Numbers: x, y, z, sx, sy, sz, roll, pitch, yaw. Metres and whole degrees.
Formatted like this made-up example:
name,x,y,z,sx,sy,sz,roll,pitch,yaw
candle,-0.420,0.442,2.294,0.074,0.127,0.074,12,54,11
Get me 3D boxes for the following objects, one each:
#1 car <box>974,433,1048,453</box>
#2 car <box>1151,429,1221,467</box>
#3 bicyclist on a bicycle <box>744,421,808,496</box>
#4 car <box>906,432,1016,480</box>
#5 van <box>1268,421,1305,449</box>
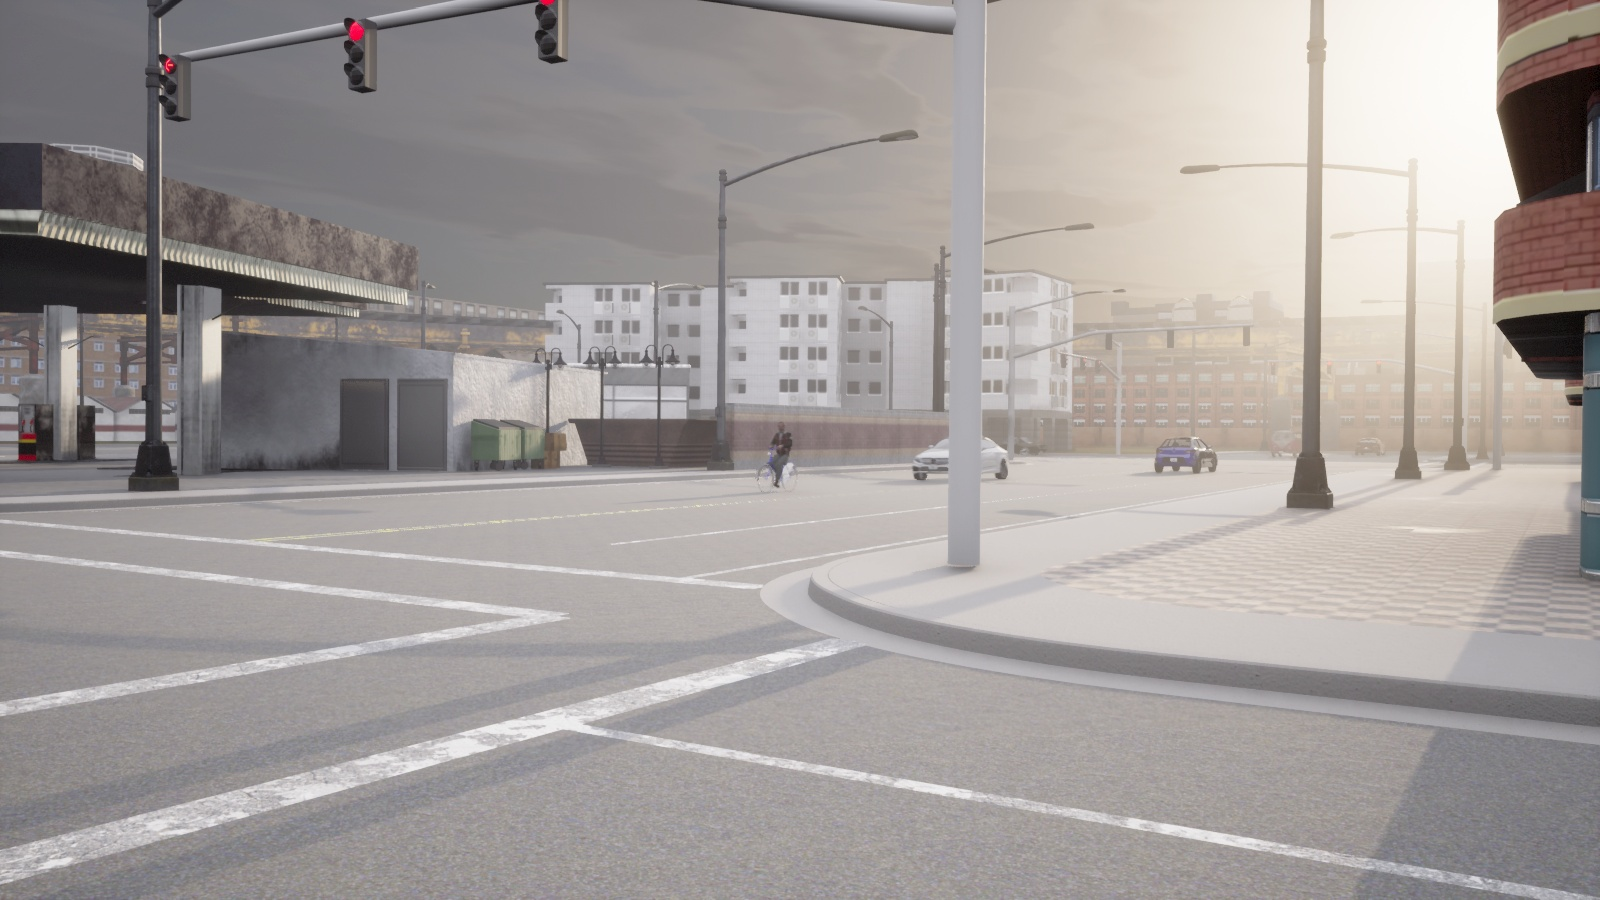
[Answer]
name,x,y,z,sx,sy,sz,roll,pitch,yaw
car,14.685,-0.495,87.418,4.718,1.301,1.895,0,1,32
car,15.918,-0.105,51.694,1.816,1.474,4.193,0,1,31
bicyclist on a bicycle,-0.571,0.188,30.715,0.659,1.776,1.843,0,1,31
car,5.257,0.156,40.555,1.812,1.442,4.674,0,1,31
van,35.589,-1.093,91.791,1.775,1.987,4.442,0,1,31
